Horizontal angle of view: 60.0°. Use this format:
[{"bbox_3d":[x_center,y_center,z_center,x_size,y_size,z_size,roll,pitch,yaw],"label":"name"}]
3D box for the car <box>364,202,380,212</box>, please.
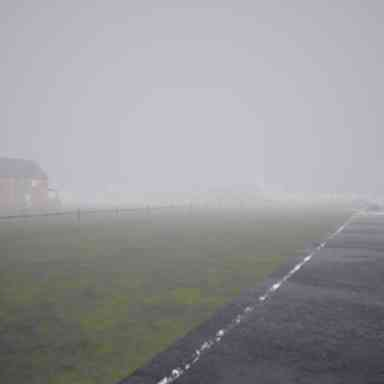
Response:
[{"bbox_3d":[25.011,2.034,46.166,1.895,1.301,4.718,-1,-1,29],"label":"car"}]
